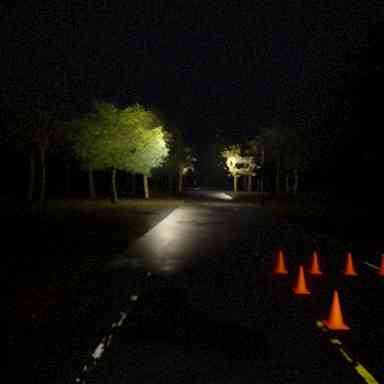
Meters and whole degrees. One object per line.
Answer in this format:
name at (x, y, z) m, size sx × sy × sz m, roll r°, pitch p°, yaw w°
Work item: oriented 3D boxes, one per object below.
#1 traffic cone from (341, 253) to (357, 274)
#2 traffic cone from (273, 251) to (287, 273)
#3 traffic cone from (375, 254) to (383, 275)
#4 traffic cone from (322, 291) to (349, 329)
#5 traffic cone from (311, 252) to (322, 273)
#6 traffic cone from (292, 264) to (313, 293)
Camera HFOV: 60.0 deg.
traffic cone at (4.609, 2.082, 9.752) m, size 0.340 × 0.580 × 0.340 m, roll 1°, pitch 0°, yaw 2°
traffic cone at (2.610, 2.039, 9.805) m, size 0.340 × 0.580 × 0.340 m, roll 1°, pitch 0°, yaw 2°
traffic cone at (5.609, 2.103, 9.725) m, size 0.340 × 0.580 × 0.340 m, roll 1°, pitch 0°, yaw 2°
traffic cone at (2.504, 2.028, 5.806) m, size 0.340 × 0.580 × 0.340 m, roll 1°, pitch 0°, yaw 2°
traffic cone at (3.610, 2.061, 9.778) m, size 0.340 × 0.580 × 0.340 m, roll 1°, pitch 0°, yaw 2°
traffic cone at (2.557, 2.034, 7.806) m, size 0.340 × 0.580 × 0.340 m, roll 1°, pitch 0°, yaw 2°
